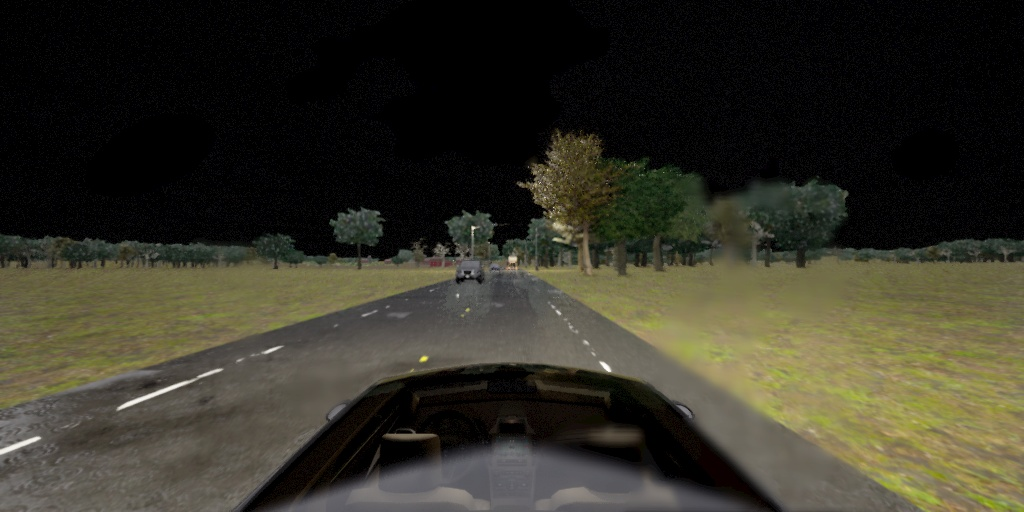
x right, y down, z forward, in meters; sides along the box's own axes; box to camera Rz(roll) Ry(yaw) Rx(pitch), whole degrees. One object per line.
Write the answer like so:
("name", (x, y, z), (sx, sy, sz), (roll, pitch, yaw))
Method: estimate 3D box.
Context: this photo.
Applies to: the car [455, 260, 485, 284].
("car", (-3.601, 1.370, 31.762), (2.150, 2.045, 5.566), (0, -1, 0))
